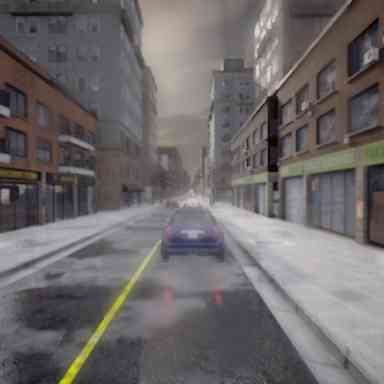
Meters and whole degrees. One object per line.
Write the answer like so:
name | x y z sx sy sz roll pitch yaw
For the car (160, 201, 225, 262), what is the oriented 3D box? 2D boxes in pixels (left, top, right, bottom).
car | 0.045 1.391 12.517 2.097 1.767 4.553 0 0 1

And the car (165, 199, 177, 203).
car | -3.043 1.743 51.023 1.895 1.301 4.718 0 0 1
